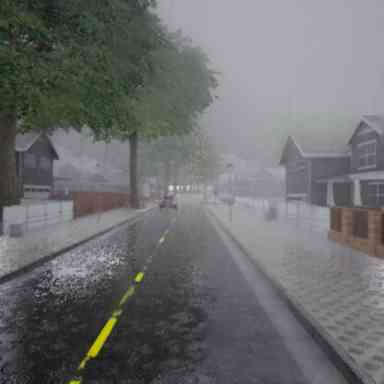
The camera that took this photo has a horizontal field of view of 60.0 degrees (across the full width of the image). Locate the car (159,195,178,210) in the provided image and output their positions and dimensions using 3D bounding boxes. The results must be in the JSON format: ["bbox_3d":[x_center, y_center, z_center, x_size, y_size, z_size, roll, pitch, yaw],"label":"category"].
[{"bbox_3d":[-2.812,1.197,40.814,2.097,1.767,4.553,0,0,0],"label":"car"}]
